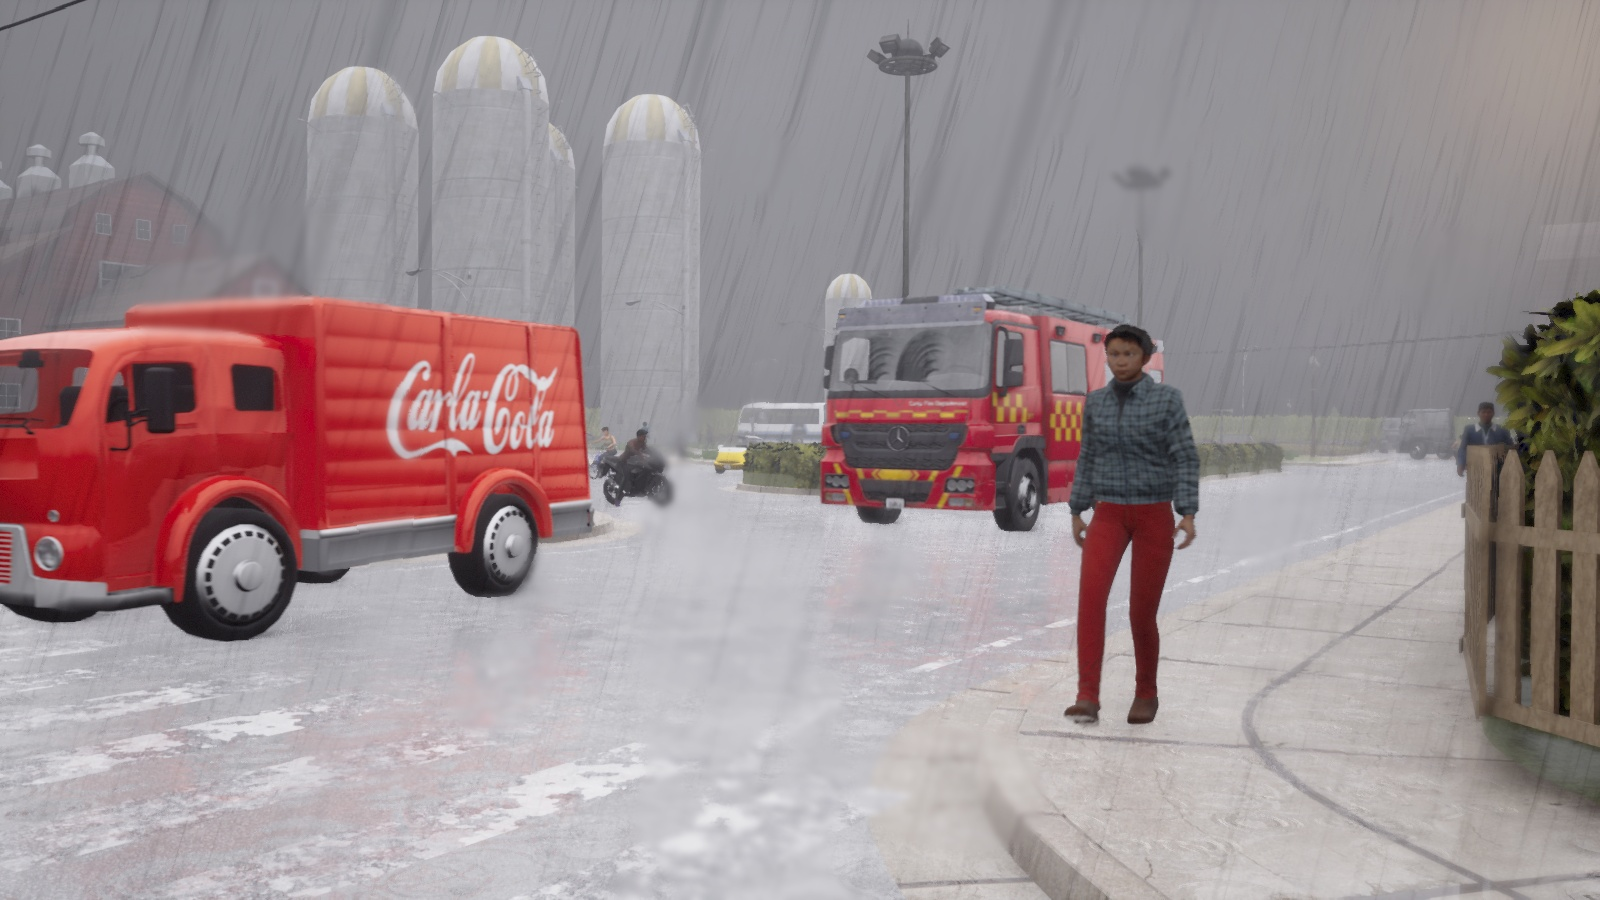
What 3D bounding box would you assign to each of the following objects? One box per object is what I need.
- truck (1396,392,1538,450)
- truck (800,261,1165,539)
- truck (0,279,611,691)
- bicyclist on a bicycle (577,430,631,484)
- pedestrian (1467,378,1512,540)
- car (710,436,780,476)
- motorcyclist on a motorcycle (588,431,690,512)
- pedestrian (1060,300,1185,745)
[{"bbox_3d":[42.053,-1.772,79.487,2.891,3.462,7.936,-1,1,-23],"label":"truck"},{"bbox_3d":[3.556,-0.762,21.659,2.891,3.827,8.468,0,1,33],"label":"truck"},{"bbox_3d":[-4.158,0.122,10.427,2.627,2.467,5.204,0,2,25],"label":"truck"},{"bbox_3d":[-5.972,0.199,38.333,0.866,1.612,1.509,0,1,27],"label":"bicyclist on a bicycle"},{"bbox_3d":[8.540,0.097,15.547,0.423,1.949,0.788,0,1,34],"label":"pedestrian"},{"bbox_3d":[-1.938,0.192,44.774,1.481,1.376,2.207,0,1,33],"label":"car"},{"bbox_3d":[-3.170,0.406,24.631,2.044,1.523,0.797,0,1,41],"label":"motorcyclist on a motorcycle"},{"bbox_3d":[1.434,0.298,5.552,0.353,1.847,0.614,0,1,33],"label":"pedestrian"}]
